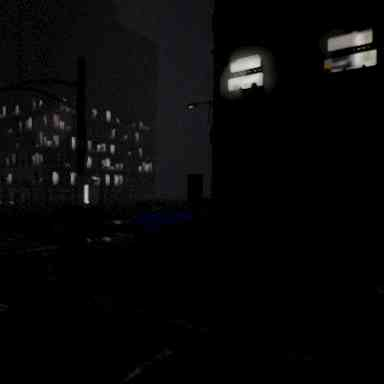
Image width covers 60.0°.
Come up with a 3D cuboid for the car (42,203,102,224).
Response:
[{"bbox_3d":[-8.372,1.424,23.570,1.947,1.339,4.313,1,1,35],"label":"car"}]

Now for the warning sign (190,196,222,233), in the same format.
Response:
[{"bbox_3d":[0.742,1.157,17.817,1.300,1.860,1.060,1,1,35],"label":"warning sign"}]

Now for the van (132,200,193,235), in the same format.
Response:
[{"bbox_3d":[-1.540,1.343,18.711,1.690,1.788,3.998,1,1,35],"label":"van"}]
